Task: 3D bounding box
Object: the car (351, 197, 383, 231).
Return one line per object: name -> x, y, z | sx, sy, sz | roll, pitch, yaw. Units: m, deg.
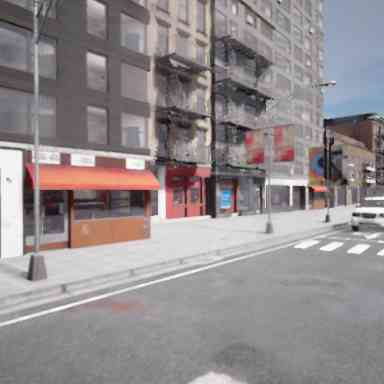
car -> 11.755, 1.327, 20.813 | 2.150, 2.045, 5.566 | 0, -1, 41
